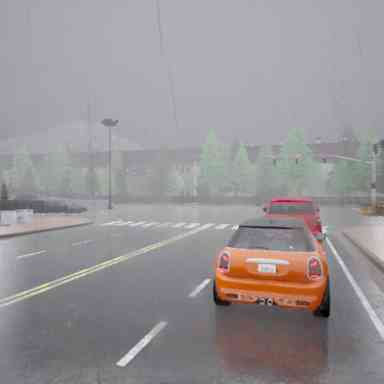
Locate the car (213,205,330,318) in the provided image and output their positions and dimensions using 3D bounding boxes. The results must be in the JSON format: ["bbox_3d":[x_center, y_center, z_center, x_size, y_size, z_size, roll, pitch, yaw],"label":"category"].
[{"bbox_3d":[2.008,1.361,7.837,2.097,1.767,4.553,0,0,19],"label":"car"}]

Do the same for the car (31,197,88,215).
[{"bbox_3d":[-13.542,1.575,34.454,5.357,1.411,2.033,0,0,18],"label":"car"}]

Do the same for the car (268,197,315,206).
[{"bbox_3d":[4.190,1.237,14.109,2.150,2.045,5.566,0,0,16],"label":"car"}]

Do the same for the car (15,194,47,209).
[{"bbox_3d":[-18.474,1.245,39.593,5.566,2.045,2.150,0,0,16],"label":"car"}]
